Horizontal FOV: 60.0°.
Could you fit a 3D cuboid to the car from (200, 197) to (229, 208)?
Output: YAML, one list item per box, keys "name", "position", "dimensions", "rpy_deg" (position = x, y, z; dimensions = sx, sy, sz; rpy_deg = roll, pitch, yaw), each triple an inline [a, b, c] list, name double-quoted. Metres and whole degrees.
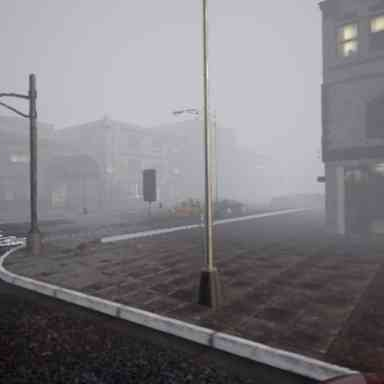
- name: "car"
  position: [2.928, 1.325, 43.182]
  dimensions: [1.802, 1.307, 4.206]
  rpy_deg: [-1, 0, 36]

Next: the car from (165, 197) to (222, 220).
- name: "car"
  position: [0.024, 1.262, 24.967]
  dimensions: [1.752, 1.417, 4.829]
  rpy_deg: [-1, 0, 36]

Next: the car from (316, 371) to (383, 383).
- name: "car"
  position: [2.478, 1.581, 1.274]
  dimensions: [4.206, 1.307, 1.802]
  rpy_deg: [0, -1, 36]

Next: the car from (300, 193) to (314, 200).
- name: "car"
  position: [25.733, 0.970, 74.485]
  dimensions: [1.802, 1.307, 4.206]
  rpy_deg: [-1, 0, 36]

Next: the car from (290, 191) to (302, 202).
- name: "car"
  position: [17.613, 0.982, 53.693]
  dimensions: [1.837, 1.490, 4.892]
  rpy_deg: [-1, 0, 36]

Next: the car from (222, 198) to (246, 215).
- name: "car"
  position: [3.182, 1.238, 29.302]
  dimensions: [2.008, 1.369, 4.403]
  rpy_deg: [-1, 0, 36]

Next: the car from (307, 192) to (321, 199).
- name: "car"
  position: [28.990, 0.779, 78.957]
  dimensions: [1.967, 1.590, 4.097]
  rpy_deg: [-1, 0, 36]

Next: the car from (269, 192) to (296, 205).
- name: "car"
  position: [12.419, 1.122, 46.465]
  dimensions: [1.994, 1.385, 4.181]
  rpy_deg: [-1, 0, 36]

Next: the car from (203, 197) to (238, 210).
- name: "car"
  position: [3.412, 1.320, 39.448]
  dimensions: [1.895, 1.301, 4.718]
  rpy_deg: [-1, 0, 36]

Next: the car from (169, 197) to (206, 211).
- name: "car"
  position: [-0.431, 1.321, 38.572]
  dimensions: [1.752, 1.417, 4.829]
  rpy_deg: [-1, 0, 36]

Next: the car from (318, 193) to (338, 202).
- name: "car"
  position: [22.640, 0.884, 55.251]
  dimensions: [1.837, 1.490, 4.892]
  rpy_deg: [-1, 0, 36]

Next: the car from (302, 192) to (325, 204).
- name: "car"
  position: [18.513, 0.921, 49.596]
  dimensions: [1.882, 1.535, 5.008]
  rpy_deg: [-1, 0, 36]
